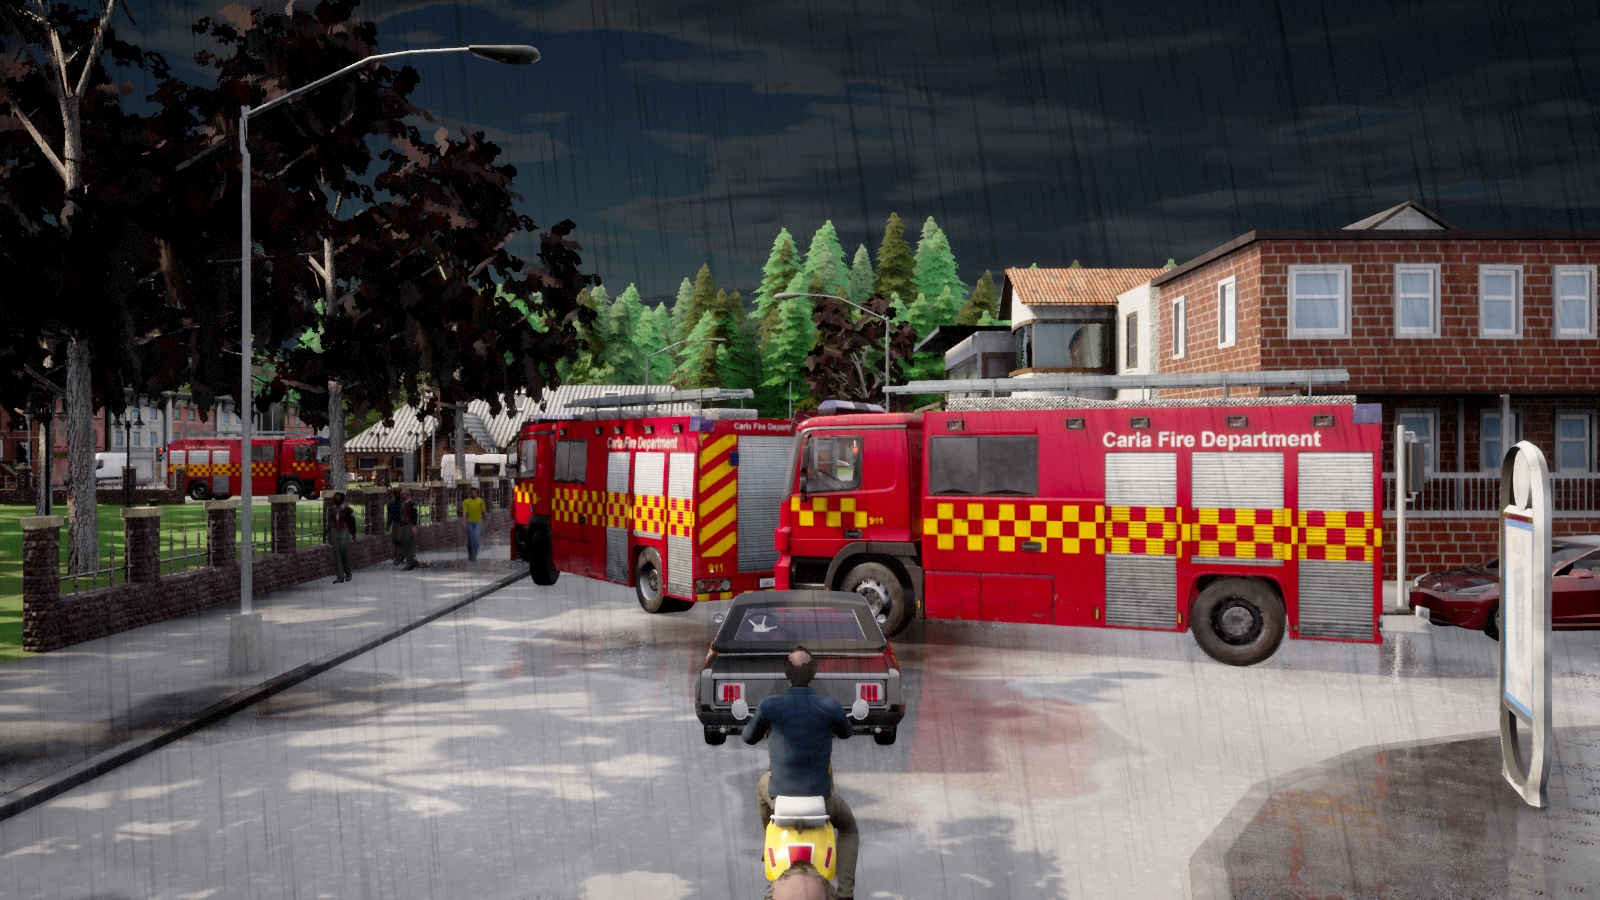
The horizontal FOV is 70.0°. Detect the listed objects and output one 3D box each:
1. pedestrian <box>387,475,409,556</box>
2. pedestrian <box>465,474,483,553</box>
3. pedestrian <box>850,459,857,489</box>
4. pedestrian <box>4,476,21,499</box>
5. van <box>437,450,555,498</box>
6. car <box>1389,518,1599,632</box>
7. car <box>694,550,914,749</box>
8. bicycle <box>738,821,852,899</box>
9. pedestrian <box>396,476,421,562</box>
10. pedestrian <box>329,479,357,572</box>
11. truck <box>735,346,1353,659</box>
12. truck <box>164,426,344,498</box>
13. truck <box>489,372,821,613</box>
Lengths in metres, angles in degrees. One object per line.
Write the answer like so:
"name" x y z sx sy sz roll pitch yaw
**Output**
"pedestrian" -9.345 1.514 26.592 0.375 1.860 0.375 0 0 1
"pedestrian" -7.831 1.514 27.453 0.375 1.860 0.375 0 0 -20
"pedestrian" 3.355 1.494 71.634 0.375 1.860 0.375 0 0 3
"pedestrian" -39.663 1.883 57.540 0.500 1.100 0.500 0 0 -1
"van" -16.613 1.289 62.612 5.915 2.561 1.988 0 0 0
"car" 11.874 1.835 17.293 4.792 1.488 2.163 0 0 0
"car" 0.033 1.930 12.217 1.895 1.301 4.718 0 0 0
"bicycle" -0.015 1.938 3.086 0.329 1.271 1.835 0 0 0
"pedestrian" -8.649 1.514 25.245 0.375 1.860 0.375 0 0 41
"pedestrian" -9.202 1.515 23.026 0.375 1.860 0.375 0 0 10
"truck" 3.471 0.662 17.006 8.468 3.827 2.891 0 0 24
"truck" -29.853 0.645 62.699 8.468 3.827 2.891 0 0 1
"truck" -3.232 0.662 22.435 2.891 3.827 8.468 0 0 -34
